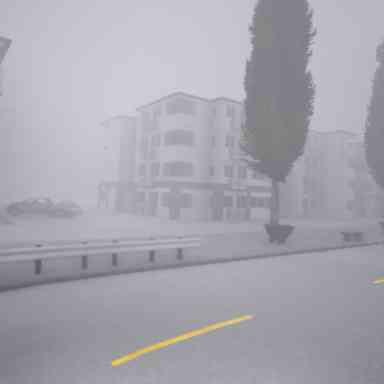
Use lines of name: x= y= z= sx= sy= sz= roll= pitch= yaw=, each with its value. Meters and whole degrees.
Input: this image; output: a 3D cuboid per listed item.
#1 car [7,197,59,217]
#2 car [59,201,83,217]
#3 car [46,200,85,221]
car: x=-13.425 y=1.185 z=27.903 sx=3.633 sy=1.501 sz=1.845 roll=3 pitch=-1 yaw=-25
car: x=-10.971 y=1.386 z=29.236 sx=1.853 sy=1.218 sz=4.536 roll=2 pitch=-1 yaw=-6
car: x=-10.984 y=1.543 z=29.286 sx=2.038 sy=1.542 sz=4.974 roll=2 pitch=-1 yaw=-6
